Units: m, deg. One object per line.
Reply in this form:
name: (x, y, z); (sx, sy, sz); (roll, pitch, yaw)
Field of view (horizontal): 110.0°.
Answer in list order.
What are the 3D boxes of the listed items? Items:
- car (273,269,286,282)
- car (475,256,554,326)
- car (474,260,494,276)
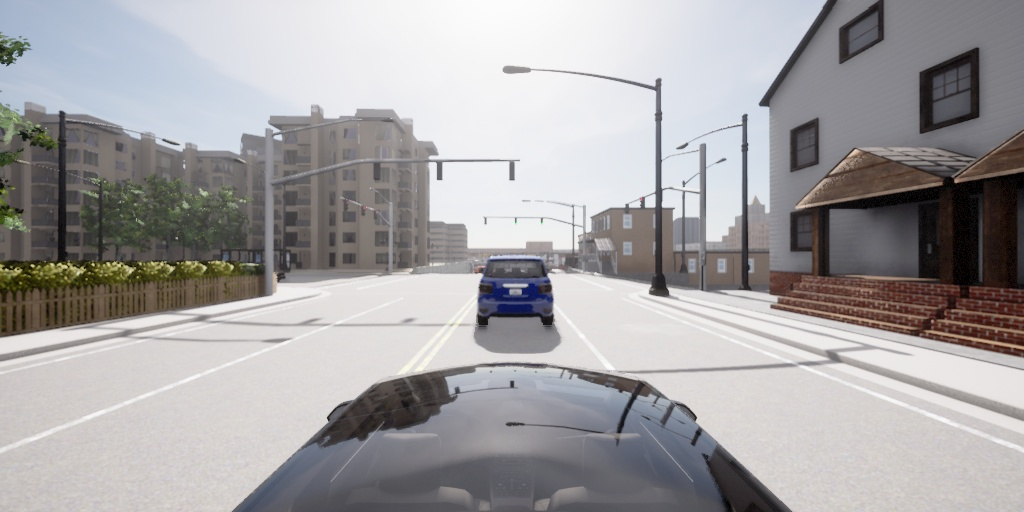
car: (-20.361, 1.327, 27.989); (4.892, 1.490, 1.837); (0, 0, 1)
car: (0.098, 1.002, 11.865); (2.150, 2.045, 5.566); (0, 0, 0)
car: (-3.586, 1.629, 46.816); (2.097, 1.767, 4.553); (1, -5, 0)
